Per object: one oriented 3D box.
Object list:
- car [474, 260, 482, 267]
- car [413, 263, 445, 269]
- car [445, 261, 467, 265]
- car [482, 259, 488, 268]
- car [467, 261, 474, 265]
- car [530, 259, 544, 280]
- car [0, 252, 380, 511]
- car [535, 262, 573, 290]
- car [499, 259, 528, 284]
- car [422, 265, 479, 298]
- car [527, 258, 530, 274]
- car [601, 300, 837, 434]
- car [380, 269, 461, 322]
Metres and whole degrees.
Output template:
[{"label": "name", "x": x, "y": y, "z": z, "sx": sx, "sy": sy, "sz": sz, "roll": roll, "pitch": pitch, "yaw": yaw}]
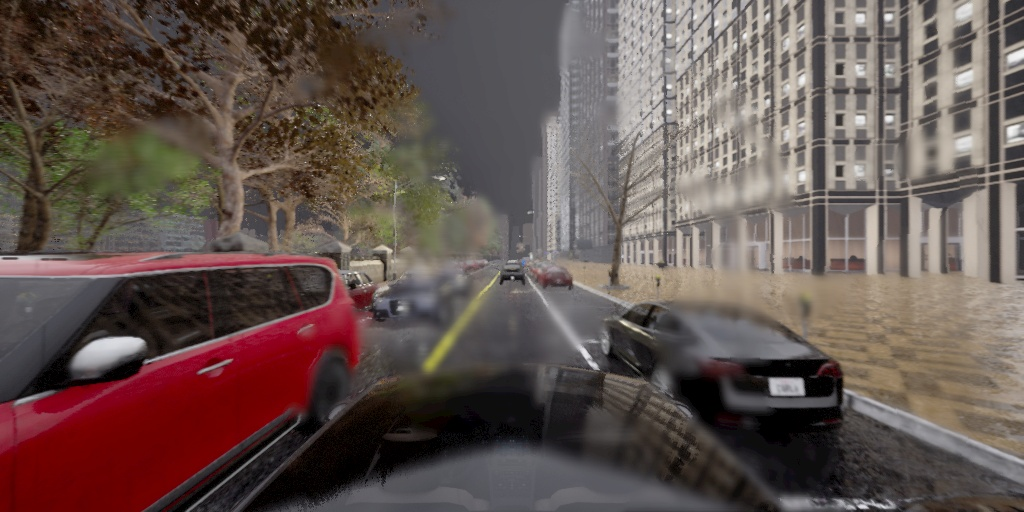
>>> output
[{"label": "car", "x": -5.696, "y": 1.330, "z": 50.644, "sx": 1.888, "sy": 1.381, "sz": 4.507, "roll": 0, "pitch": 0, "yaw": 0}, {"label": "car", "x": -5.694, "y": 1.284, "z": 22.314, "sx": 1.751, "sy": 1.417, "sz": 4.829, "roll": 0, "pitch": 0, "yaw": 0}, {"label": "car", "x": -5.695, "y": 1.208, "z": 33.747, "sx": 1.967, "sy": 1.591, "sz": 4.097, "roll": 0, "pitch": 0, "yaw": 0}, {"label": "car", "x": -5.697, "y": 1.346, "z": 61.908, "sx": 1.888, "sy": 1.381, "sz": 4.507, "roll": 0, "pitch": 0, "yaw": 0}, {"label": "car", "x": -5.696, "y": 1.319, "z": 39.379, "sx": 1.888, "sy": 1.381, "sz": 4.507, "roll": 0, "pitch": 0, "yaw": 0}, {"label": "car", "x": 2.686, "y": 1.203, "z": 28.116, "sx": 1.967, "sy": 1.591, "sz": 4.097, "roll": 0, "pitch": 0, "yaw": 0}, {"label": "car", "x": -3.102, "y": 0.973, "z": 2.600, "sx": 2.150, "sy": 2.045, "sz": 5.566, "roll": 0, "pitch": 0, "yaw": 0}, {"label": "car", "x": 2.687, "y": 1.304, "z": 22.485, "sx": 1.888, "sy": 1.381, "sz": 4.507, "roll": 0, "pitch": 0, "yaw": 0}, {"label": "car", "x": 0.055, "y": 1.270, "z": 27.534, "sx": 1.837, "sy": 1.490, "sz": 4.892, "roll": 0, "pitch": 1, "yaw": 0}, {"label": "car", "x": -3.003, "y": 1.321, "z": 18.405, "sx": 1.994, "sy": 1.385, "sz": 4.181, "roll": 0, "pitch": 0, "yaw": 0}, {"label": "car", "x": 2.686, "y": 1.208, "z": 33.748, "sx": 1.967, "sy": 1.591, "sz": 4.097, "roll": 0, "pitch": 0, "yaw": 0}, {"label": "car", "x": 2.688, "y": 1.317, "z": 5.587, "sx": 1.948, "sy": 1.339, "sz": 4.313, "roll": 0, "pitch": 0, "yaw": 0}, {"label": "car", "x": -3.099, "y": 1.317, "z": 12.168, "sx": 1.994, "sy": 1.385, "sz": 4.181, "roll": 0, "pitch": 0, "yaw": 0}]
